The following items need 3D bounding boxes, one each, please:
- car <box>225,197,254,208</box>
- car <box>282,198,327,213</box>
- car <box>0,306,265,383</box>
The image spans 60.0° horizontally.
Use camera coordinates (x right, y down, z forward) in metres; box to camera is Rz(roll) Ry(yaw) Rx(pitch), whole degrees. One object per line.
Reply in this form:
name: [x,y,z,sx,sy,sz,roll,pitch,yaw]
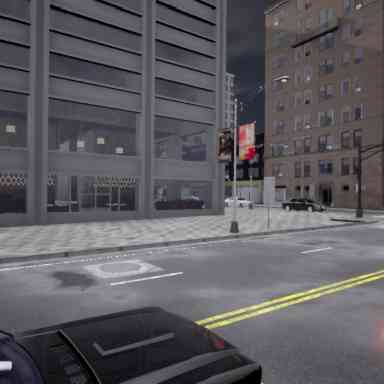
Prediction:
car: [6.072,1.380,43.931,1.812,1.442,4.674,1,0,-35]
car: [11.935,1.402,35.605,1.837,1.490,4.892,1,0,-35]
car: [-1.674,1.601,2.197,4.718,1.301,1.895,0,0,-35]
